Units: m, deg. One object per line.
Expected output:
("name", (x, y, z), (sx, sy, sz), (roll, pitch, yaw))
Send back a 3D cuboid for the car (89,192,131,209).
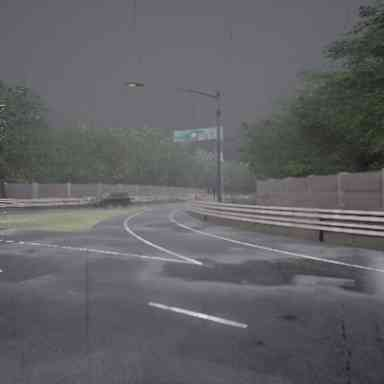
("car", (-10.425, 1.003, 42.581), (2.150, 2.045, 5.566), (0, 0, 40))
